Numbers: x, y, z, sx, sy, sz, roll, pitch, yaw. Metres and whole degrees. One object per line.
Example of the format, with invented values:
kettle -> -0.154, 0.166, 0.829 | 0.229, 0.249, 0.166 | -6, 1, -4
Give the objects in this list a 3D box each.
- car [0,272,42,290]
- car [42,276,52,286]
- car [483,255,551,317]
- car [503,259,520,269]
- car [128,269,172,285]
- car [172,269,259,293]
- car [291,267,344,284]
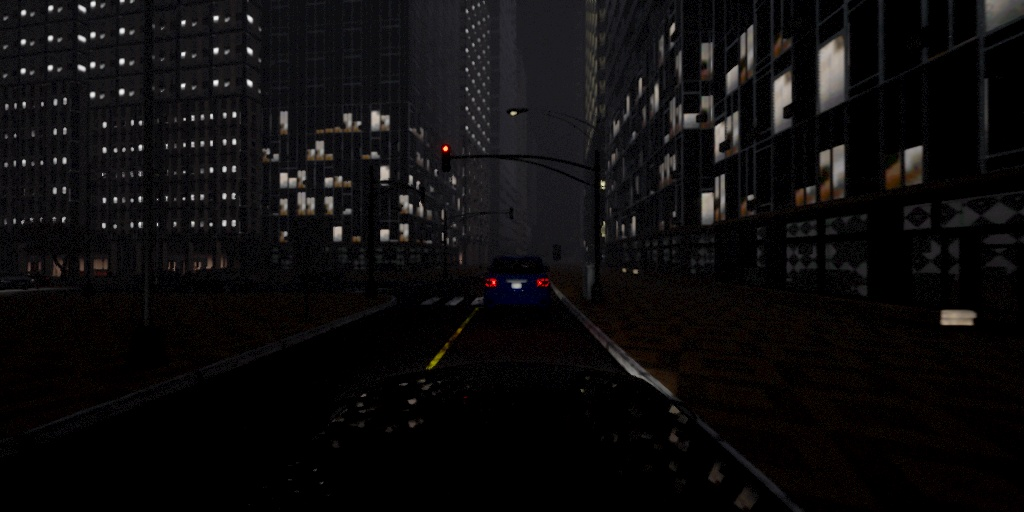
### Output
car -> -40.943, 1.965, 28.727 | 4.674, 1.442, 1.812 | -1, 0, 10
car -> -44.814, 2.135, 32.567 | 4.718, 1.301, 1.895 | -1, 0, 10
car -> 0.239, 0.970, 13.307 | 2.150, 2.045, 5.566 | 0, 0, 2
car -> 0.037, 1.248, 55.492 | 2.033, 1.411, 5.357 | 0, 0, 7
car -> -33.056, 1.909, 33.207 | 4.313, 1.339, 1.948 | 0, 0, 10
car -> -17.863, 1.558, 22.067 | 4.403, 1.370, 2.007 | 0, 0, 10
car -> -16.431, 1.599, 30.324 | 4.403, 1.370, 2.007 | 0, 0, 10
